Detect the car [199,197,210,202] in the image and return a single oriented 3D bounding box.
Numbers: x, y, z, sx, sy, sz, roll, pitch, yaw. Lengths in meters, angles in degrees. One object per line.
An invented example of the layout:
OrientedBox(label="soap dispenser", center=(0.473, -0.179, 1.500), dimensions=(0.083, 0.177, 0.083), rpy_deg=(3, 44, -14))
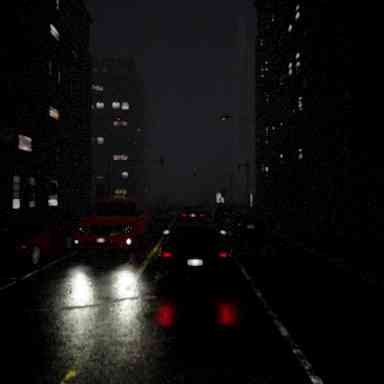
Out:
OrientedBox(label="car", center=(2.702, 1.900, 60.803), dimensions=(1.802, 1.307, 4.206), rpy_deg=(0, 0, 0))

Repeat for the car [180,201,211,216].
OrientedBox(label="car", center=(0.092, 1.675, 25.550), dimensions=(2.033, 1.411, 5.357), rpy_deg=(0, 0, 0))

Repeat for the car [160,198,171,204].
OrientedBox(label="car", center=(-5.678, 1.926, 71.861), dimensions=(1.887, 1.381, 4.507), rpy_deg=(0, 0, 0))

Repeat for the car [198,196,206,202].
OrientedBox(label="car", center=(2.704, 1.918, 88.442), dimensions=(1.967, 1.590, 4.097), rpy_deg=(0, 0, 0))

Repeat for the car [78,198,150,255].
OrientedBox(label="car", center=(-3.098, 1.291, 14.069), dimensions=(2.150, 2.045, 5.566), rpy_deg=(0, 0, 0))

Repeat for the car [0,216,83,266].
OrientedBox(label="car", center=(-5.682, 1.604, 11.841), dimensions=(1.887, 1.381, 4.507), rpy_deg=(0, 0, 0))

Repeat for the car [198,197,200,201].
OrientedBox(label="car", center=(2.704, 1.821, 71.859), dimensions=(1.967, 1.590, 4.097), rpy_deg=(0, 0, 0))

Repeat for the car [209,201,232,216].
OrientedBox(label="car", center=(2.700, 1.708, 28.398), dimensions=(1.947, 1.339, 4.313), rpy_deg=(0, 0, 0))

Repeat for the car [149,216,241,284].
OrientedBox(label="car", center=(0.086, 1.613, 9.736), dimensions=(1.994, 1.385, 4.181), rpy_deg=(0, 0, 0))

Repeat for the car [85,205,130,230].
OrientedBox(label="car", center=(-5.682, 1.680, 22.887), dimensions=(1.947, 1.339, 4.313), rpy_deg=(0, 0, 0))

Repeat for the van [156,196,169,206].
OrientedBox(label="van", center=(-5.677, 1.659, 60.806), dimensions=(1.690, 1.788, 3.998), rpy_deg=(0, 0, 0))

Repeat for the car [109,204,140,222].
OrientedBox(label="car", center=(-5.681, 1.725, 28.411), dimensions=(1.802, 1.307, 4.206), rpy_deg=(0, 0, 0))

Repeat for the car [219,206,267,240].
OrientedBox(label="car", center=(2.699, 1.652, 17.351), dimensions=(1.947, 1.339, 4.313), rpy_deg=(0, 0, 0))
